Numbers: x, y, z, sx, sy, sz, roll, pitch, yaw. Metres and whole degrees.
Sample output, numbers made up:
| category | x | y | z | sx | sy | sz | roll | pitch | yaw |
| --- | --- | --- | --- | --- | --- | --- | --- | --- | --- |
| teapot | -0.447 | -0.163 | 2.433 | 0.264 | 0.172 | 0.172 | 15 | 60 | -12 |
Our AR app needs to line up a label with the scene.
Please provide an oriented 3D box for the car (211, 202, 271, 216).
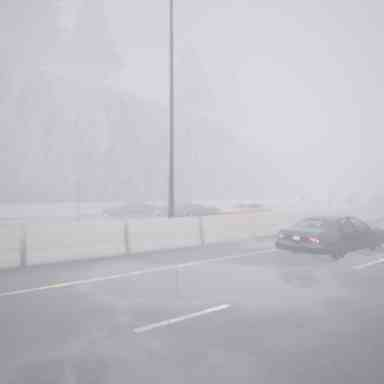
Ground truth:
| category | x | y | z | sx | sy | sz | roll | pitch | yaw |
| --- | --- | --- | --- | --- | --- | --- | --- | --- | --- |
| car | 4.074 | 1.498 | 25.485 | 5.008 | 1.535 | 1.882 | 0 | 0 | -42 |

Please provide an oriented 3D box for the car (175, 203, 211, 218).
| category | x | y | z | sx | sy | sz | roll | pitch | yaw |
| --- | --- | --- | --- | --- | --- | --- | --- | --- | --- |
| car | 0.566 | 1.626 | 27.018 | 4.718 | 1.301 | 1.895 | 0 | 0 | -42 |

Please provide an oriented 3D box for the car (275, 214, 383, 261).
| category | x | y | z | sx | sy | sz | roll | pitch | yaw |
| --- | --- | --- | --- | --- | --- | --- | --- | --- | --- |
| car | 5.338 | 1.554 | 12.451 | 5.357 | 1.411 | 2.033 | 0 | 0 | -39 |

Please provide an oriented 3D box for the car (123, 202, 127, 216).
| category | x | y | z | sx | sy | sz | roll | pitch | yaw |
| --- | --- | --- | --- | --- | --- | --- | --- | --- | --- |
| car | -5.565 | 1.583 | 30.936 | 5.357 | 1.411 | 2.033 | 0 | 0 | -40 |

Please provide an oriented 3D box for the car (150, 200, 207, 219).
| category | x | y | z | sx | sy | sz | roll | pitch | yaw |
| --- | --- | --- | --- | --- | --- | --- | --- | --- | --- |
| car | -1.173 | 1.522 | 30.174 | 4.902 | 1.511 | 2.128 | 0 | 0 | -42 |
